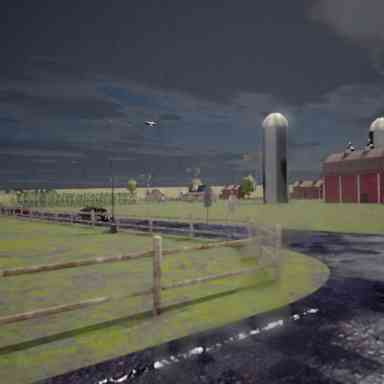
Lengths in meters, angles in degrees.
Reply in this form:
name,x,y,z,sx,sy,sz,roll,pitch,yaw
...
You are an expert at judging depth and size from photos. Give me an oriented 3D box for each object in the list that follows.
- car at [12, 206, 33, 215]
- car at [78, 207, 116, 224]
name,x,y,z,sx,sy,sz,roll,pitch,yaw
car,-25.014,2.715,49.169,1.895,1.301,4.718,-1,0,-41
car,-9.034,2.171,31.327,1.837,1.490,4.892,-2,0,-43
